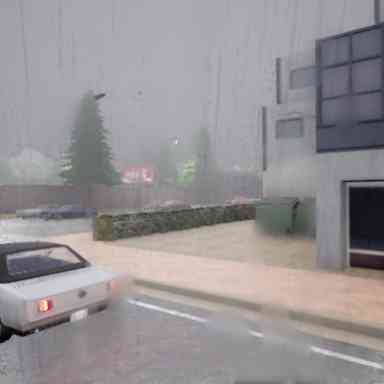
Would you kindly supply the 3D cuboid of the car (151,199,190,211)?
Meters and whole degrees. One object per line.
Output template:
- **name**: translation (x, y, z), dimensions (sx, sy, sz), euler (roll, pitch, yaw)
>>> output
- **car**: translation (-2.199, 1.643, 39.635), dimensions (1.882, 1.535, 5.008), euler (0, 0, 36)

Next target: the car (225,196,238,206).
- **car**: translation (7.741, 1.564, 57.882), dimensions (4.553, 1.767, 2.097), euler (0, 0, -44)

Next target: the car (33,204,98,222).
- **car**: translation (-10.475, 1.767, 28.253), dimensions (1.895, 1.301, 4.718), euler (0, 0, 36)

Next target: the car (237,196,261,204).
- **car**: translation (10.135, 1.697, 55.325), dimensions (4.674, 1.442, 1.812), euler (0, 0, -44)

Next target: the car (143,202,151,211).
- **car**: translation (-4.184, 1.680, 42.842), dimensions (2.128, 1.511, 4.902), euler (0, 0, 36)

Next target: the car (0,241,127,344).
- **car**: translation (-3.523, 1.645, 6.525), dimensions (4.718, 1.301, 1.895), euler (0, 0, 37)

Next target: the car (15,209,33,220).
- **car**: translation (-13.362, 1.790, 30.237), dimensions (1.895, 1.301, 4.718), euler (0, 0, 36)
